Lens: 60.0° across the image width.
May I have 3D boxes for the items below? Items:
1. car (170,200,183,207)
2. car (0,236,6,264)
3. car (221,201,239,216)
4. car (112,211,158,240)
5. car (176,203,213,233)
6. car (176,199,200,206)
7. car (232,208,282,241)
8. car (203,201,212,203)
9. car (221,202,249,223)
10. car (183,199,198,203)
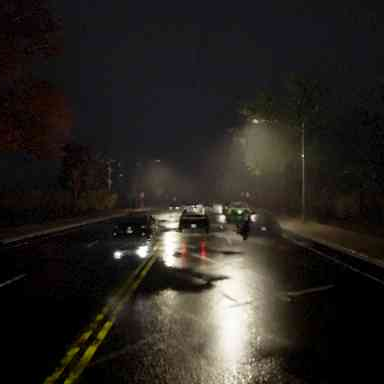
[{"bbox_3d":[-3.203,2.244,66.107,2.033,1.411,5.357,0,0,5],"label":"car"},{"bbox_3d":[-6.513,1.597,7.998,1.837,1.490,4.892,0,0,1],"label":"car"},{"bbox_3d":[4.523,1.921,40.000,1.882,1.535,5.008,0,-1,3],"label":"car"},{"bbox_3d":[-3.039,1.777,18.379,1.994,1.385,4.181,0,-1,2],"label":"car"},{"bbox_3d":[0.237,1.742,21.519,2.128,1.511,4.902,0,-1,3],"label":"car"},{"bbox_3d":[-0.990,2.375,75.303,5.357,1.411,2.033,-1,-2,39],"label":"car"},{"bbox_3d":[3.544,1.777,18.174,1.994,1.385,4.181,0,-1,2],"label":"car"},{"bbox_3d":[2.854,2.246,60.095,1.895,1.301,4.718,0,-1,5],"label":"car"},{"bbox_3d":[3.947,1.683,29.063,2.097,1.767,4.553,0,-1,3],"label":"car"},{"bbox_3d":[-0.088,2.353,64.606,1.895,1.301,4.718,0,0,5],"label":"car"}]
